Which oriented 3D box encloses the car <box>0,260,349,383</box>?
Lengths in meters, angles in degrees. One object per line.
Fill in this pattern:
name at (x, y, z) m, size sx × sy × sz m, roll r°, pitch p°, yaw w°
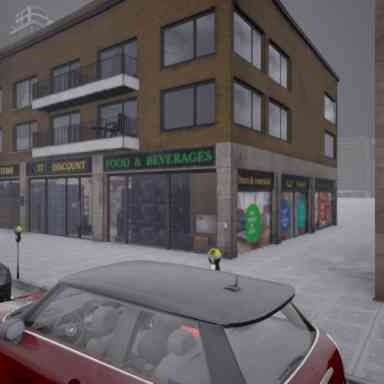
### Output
car at (-0.722, 1.440, 3.318) m, size 4.097 × 1.590 × 1.967 m, roll 0°, pitch 0°, yaw 35°
